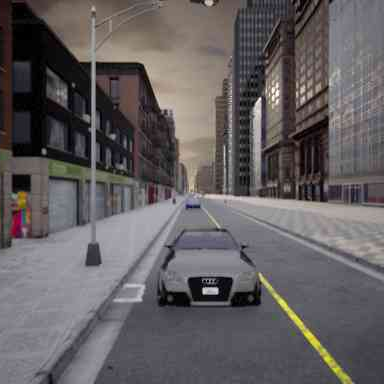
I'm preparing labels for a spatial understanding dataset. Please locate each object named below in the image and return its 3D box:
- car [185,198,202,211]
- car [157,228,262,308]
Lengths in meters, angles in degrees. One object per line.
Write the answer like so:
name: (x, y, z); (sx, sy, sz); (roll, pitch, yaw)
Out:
car: (0.157, 1.482, 41.516); (1.882, 1.535, 5.008); (0, 0, 0)
car: (0.323, 1.564, 7.859); (1.994, 1.385, 4.181); (0, 0, 0)
